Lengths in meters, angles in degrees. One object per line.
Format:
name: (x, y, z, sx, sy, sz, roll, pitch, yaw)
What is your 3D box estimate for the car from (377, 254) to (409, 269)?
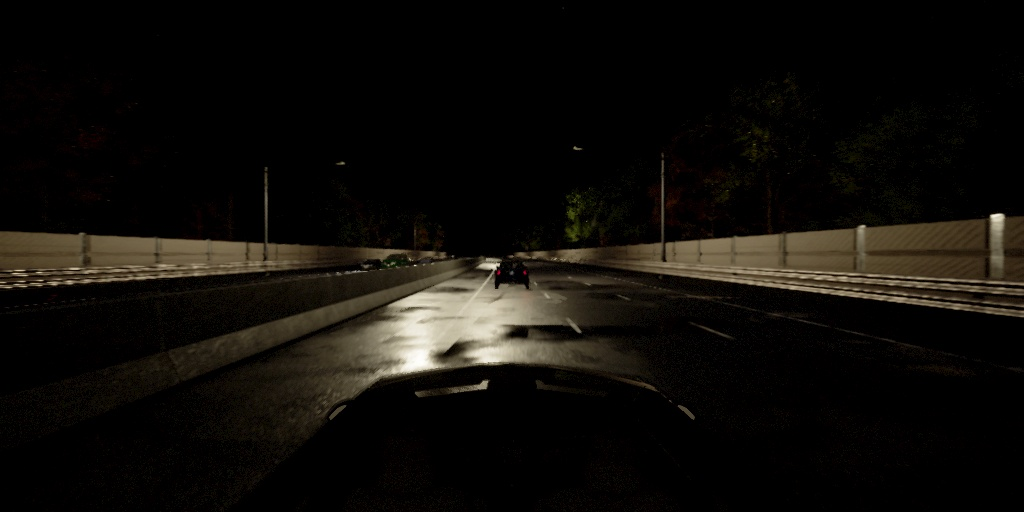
car: (-14.549, 0.809, 44.862, 2.150, 2.045, 5.566, 0, 0, -1)

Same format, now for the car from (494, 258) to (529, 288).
car: (-0.022, 1.017, 23.097, 2.097, 1.767, 4.553, 0, 0, -1)

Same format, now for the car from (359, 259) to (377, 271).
car: (-18.075, 1.113, 46.564, 1.812, 1.442, 4.674, 0, 0, -1)

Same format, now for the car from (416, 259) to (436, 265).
car: (-11.079, 1.129, 46.364, 2.033, 1.411, 5.357, 0, 0, -1)

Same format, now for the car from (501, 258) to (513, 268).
car: (-0.776, 1.041, 57.016, 1.837, 1.490, 4.892, 0, 0, -1)
